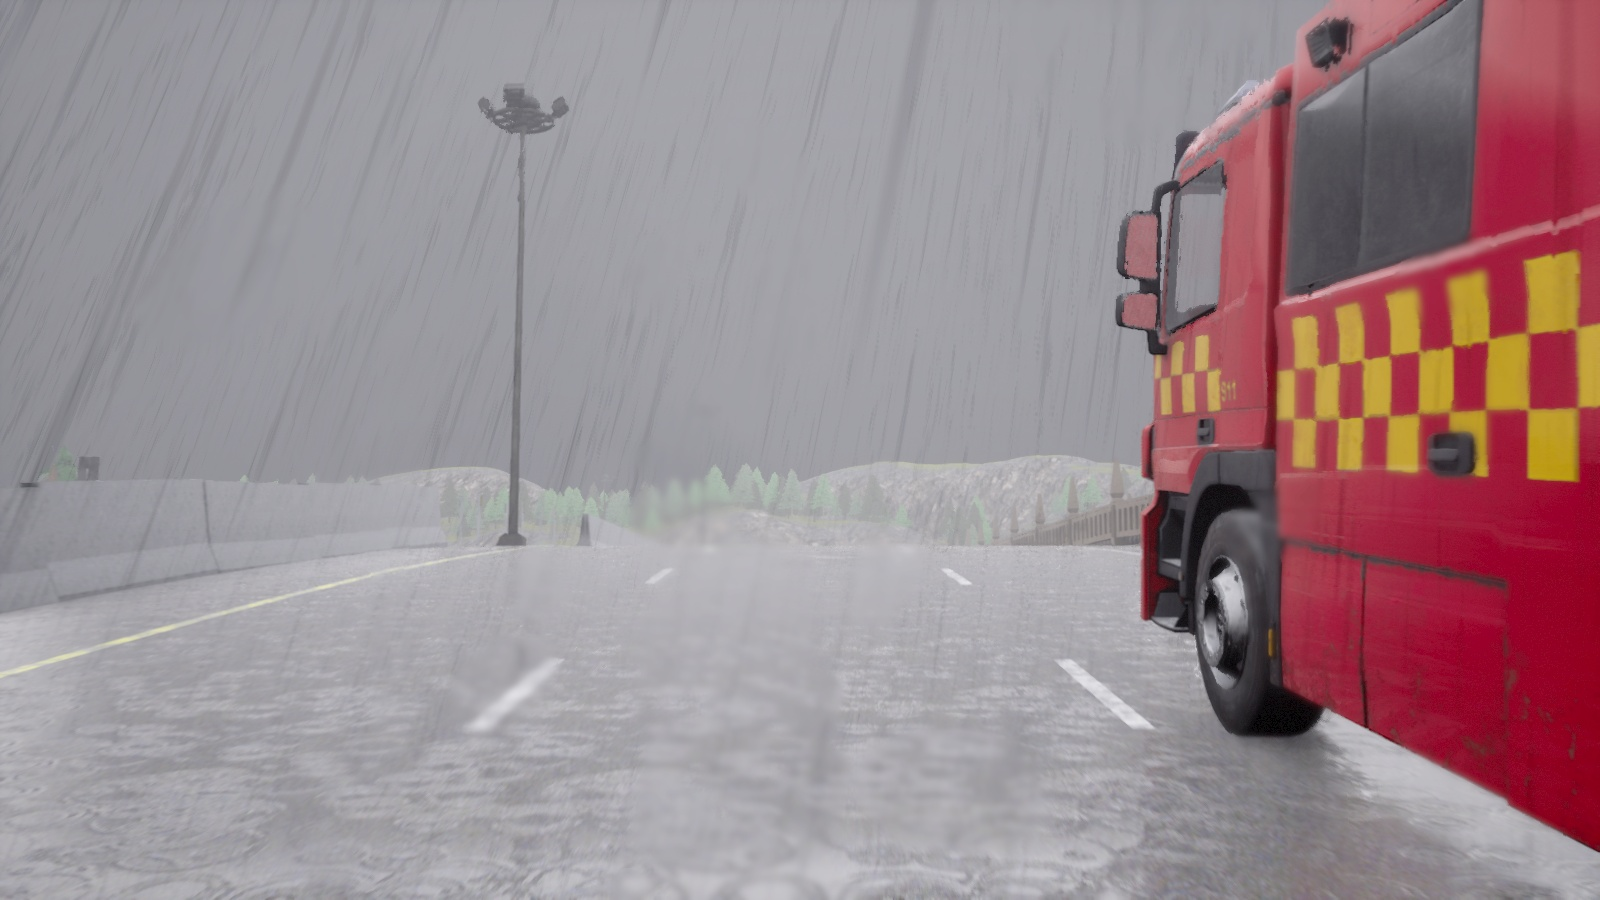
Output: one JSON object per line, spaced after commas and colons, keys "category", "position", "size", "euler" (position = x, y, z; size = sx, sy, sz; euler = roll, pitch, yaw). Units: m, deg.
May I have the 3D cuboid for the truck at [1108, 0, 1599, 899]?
{"category": "truck", "position": [3.541, -0.419, 4.393], "size": [2.891, 3.827, 8.468], "euler": [0, 0, 0]}
